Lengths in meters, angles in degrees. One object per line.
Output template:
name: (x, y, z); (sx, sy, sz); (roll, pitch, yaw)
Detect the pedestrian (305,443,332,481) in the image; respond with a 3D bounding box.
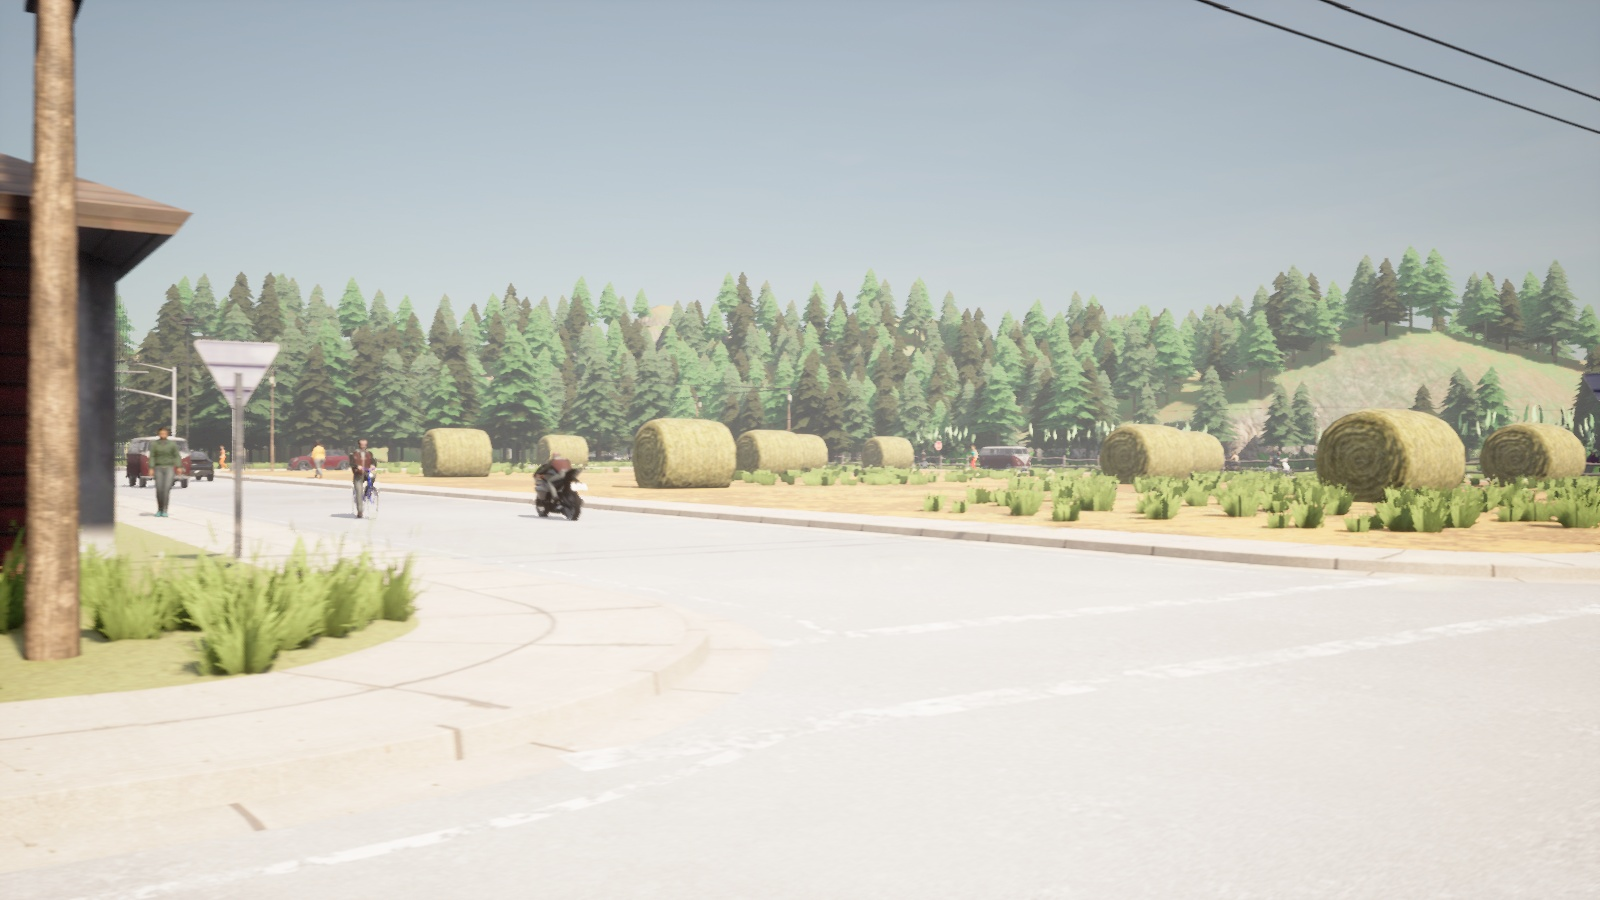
pedestrian: (-23.672, 0.571, 61.716); (0.900, 1.855, 0.874); (0, 0, 34)

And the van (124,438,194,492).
van: (-25.042, 0.579, 48.973); (1.775, 1.987, 4.442); (1, -1, -36)

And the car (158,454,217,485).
car: (-30.652, 0.939, 62.774); (1.837, 1.490, 4.892); (0, 0, -36)

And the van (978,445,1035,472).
van: (15.559, 0.644, 94.998); (1.775, 1.987, 4.442); (0, 0, -32)

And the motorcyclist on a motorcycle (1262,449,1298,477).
motorcyclist on a motorcycle: (28.401, 0.767, 74.350); (0.866, 1.590, 1.817); (0, 0, -32)

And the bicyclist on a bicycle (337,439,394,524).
bicyclist on a bicycle: (-9.453, 0.673, 27.279); (0.659, 1.776, 1.843); (0, 0, -36)

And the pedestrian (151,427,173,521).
pedestrian: (-12.610, 0.467, 24.825); (0.353, 1.847, 0.614); (0, 0, -24)

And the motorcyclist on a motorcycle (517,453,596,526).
motorcyclist on a motorcycle: (-5.365, 0.829, 27.588); (0.866, 1.530, 2.191); (0, 0, -36)
